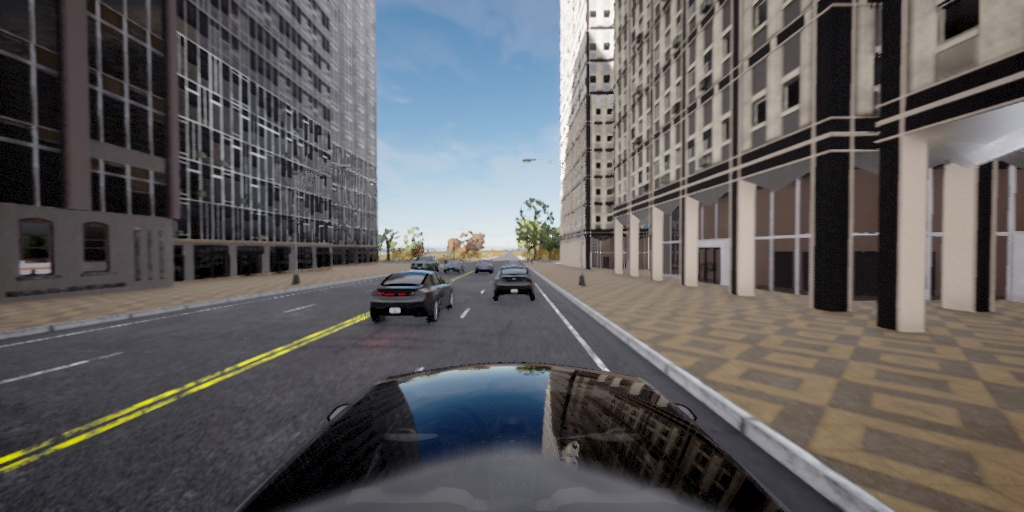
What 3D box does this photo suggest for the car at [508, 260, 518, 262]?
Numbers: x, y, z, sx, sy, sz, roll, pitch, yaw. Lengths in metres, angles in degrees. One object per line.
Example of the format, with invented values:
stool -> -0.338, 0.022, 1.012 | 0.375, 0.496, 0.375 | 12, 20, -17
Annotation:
car -> 0.098, 1.232, 45.087 | 1.994, 1.385, 4.181 | 0, 0, 0

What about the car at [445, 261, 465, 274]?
car -> -6.517, 1.244, 41.031 | 2.033, 1.411, 5.357 | 0, 0, 0

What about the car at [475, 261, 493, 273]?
car -> -3.152, 1.248, 41.922 | 1.994, 1.385, 4.181 | 0, 0, 0

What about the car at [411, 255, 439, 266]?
car -> -9.771, 0.932, 40.717 | 2.150, 2.045, 5.566 | 0, 0, 1

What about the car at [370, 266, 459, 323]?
car -> -3.153, 1.245, 12.092 | 1.837, 1.490, 4.892 | 0, 0, 0

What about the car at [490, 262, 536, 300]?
car -> 0.098, 1.228, 17.555 | 1.837, 1.490, 4.892 | 0, 0, 0
